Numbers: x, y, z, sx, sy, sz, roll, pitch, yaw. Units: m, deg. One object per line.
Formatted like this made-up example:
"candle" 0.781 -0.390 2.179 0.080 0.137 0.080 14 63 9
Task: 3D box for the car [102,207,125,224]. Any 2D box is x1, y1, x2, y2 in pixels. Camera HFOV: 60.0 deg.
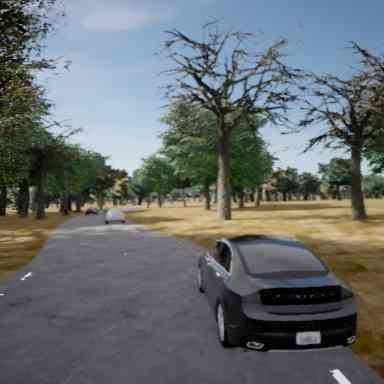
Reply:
"car" -7.967 2.447 34.082 1.812 1.442 4.674 -1 -2 -18

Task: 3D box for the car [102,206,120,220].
"car" -10.763 2.720 43.987 2.128 1.511 4.902 -1 -1 -15

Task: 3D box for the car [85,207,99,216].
"car" -16.692 3.186 55.640 2.033 1.411 5.357 -1 -1 -12

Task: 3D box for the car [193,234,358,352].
"car" 1.199 1.579 6.470 1.837 1.490 4.892 -1 -1 -5
